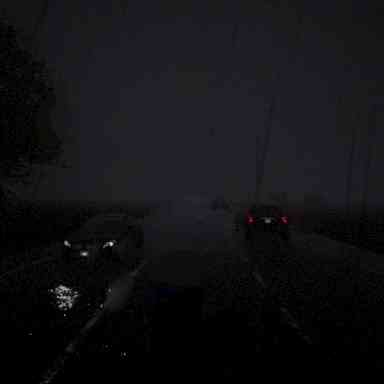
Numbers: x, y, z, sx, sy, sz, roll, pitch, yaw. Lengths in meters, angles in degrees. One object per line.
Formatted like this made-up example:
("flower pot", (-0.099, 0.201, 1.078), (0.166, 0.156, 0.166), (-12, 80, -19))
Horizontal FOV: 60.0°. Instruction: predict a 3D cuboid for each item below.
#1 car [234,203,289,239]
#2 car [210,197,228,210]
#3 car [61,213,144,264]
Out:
("car", (3.497, 1.364, 17.426), (2.097, 1.767, 4.553), (0, 0, 0))
("car", (3.492, 1.383, 43.509), (2.097, 1.767, 4.553), (0, 0, 0))
("car", (-2.988, 1.535, 12.093), (1.812, 1.442, 4.674), (0, 0, 4))
